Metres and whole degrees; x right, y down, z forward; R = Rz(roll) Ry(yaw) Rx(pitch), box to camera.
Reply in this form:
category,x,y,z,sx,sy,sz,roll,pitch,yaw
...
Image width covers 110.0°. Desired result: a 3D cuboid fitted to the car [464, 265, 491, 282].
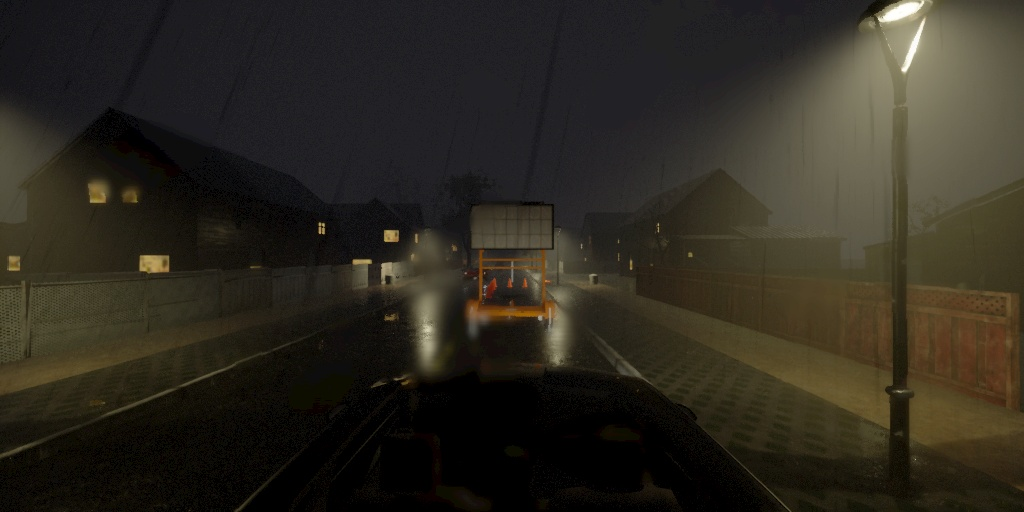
category,x,y,z,sx,sy,sz,roll,pitch,yaw
car,-2.824,1.416,29.616,1.895,1.301,4.718,0,0,0

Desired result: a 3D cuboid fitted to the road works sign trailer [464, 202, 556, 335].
category,x,y,z,sx,sy,sz,roll,pitch,yaw
road works sign trailer,0.009,0.220,10.546,2.380,3.560,2.880,0,0,0
